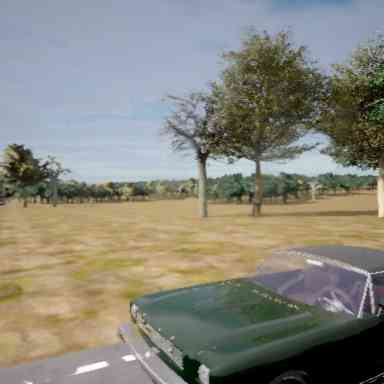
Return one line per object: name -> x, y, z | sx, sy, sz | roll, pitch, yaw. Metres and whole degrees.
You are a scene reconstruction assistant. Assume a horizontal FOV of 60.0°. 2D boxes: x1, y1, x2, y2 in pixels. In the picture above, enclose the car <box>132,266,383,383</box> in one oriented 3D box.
car -> 1.584, 1.396, 4.073 | 4.718, 1.301, 1.895 | 0, 0, -30
